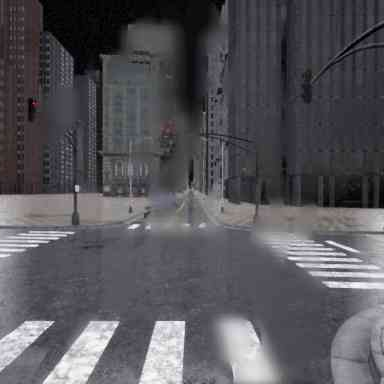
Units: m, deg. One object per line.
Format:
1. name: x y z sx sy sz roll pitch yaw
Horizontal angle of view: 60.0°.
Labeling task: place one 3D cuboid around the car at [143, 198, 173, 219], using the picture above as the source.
1. car: -3.117 1.547 29.795 2.033 1.411 5.357 0 0 0

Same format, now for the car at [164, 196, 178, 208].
1. car: -3.117 1.478 50.493 1.882 1.535 5.008 0 0 0

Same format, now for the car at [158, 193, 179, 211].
1. car: -3.121 1.222 40.046 2.150 2.045 5.566 0 0 0
